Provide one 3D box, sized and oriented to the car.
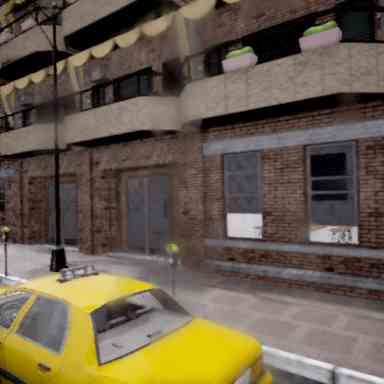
[{"bbox_3d":[-1.532,1.559,3.985,4.829,1.417,1.752,-1,-1,36],"label":"car"}]
